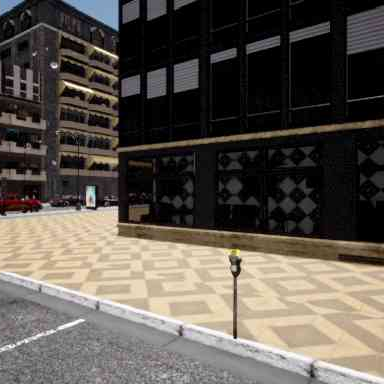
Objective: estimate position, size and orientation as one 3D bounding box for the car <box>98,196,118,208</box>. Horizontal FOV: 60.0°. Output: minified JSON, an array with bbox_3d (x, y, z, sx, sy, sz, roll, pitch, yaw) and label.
[{"bbox_3d":[-9.271,1.072,37.901,1.947,1.339,4.313,1,2,35],"label":"car"}]

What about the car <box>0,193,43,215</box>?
[{"bbox_3d":[-15.642,1.029,28.813,2.192,1.841,5.009,1,2,35],"label":"car"}]

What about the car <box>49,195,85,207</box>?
[{"bbox_3d":[-14.699,1.082,40.274,1.994,1.385,4.181,0,1,35],"label":"car"}]

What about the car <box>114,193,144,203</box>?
[{"bbox_3d":[-9.795,0.834,51.742,2.008,1.369,4.403,2,2,35],"label":"car"}]

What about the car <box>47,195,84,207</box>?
[{"bbox_3d":[-16.166,1.074,42.663,1.802,1.307,4.206,1,2,35],"label":"car"}]
